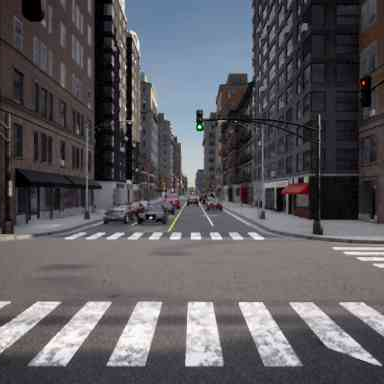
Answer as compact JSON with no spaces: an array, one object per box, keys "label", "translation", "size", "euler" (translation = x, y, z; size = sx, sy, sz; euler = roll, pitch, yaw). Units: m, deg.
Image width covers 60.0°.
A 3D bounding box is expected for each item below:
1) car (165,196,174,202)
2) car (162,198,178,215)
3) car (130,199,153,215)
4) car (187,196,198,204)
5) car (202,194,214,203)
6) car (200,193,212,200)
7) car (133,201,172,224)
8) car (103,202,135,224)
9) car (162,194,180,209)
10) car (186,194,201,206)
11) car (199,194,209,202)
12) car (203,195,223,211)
[{"label":"car","translation":[-5.261,1.626,79.285],"size":[1.802,1.307,4.206],"euler":[0,0,0]},{"label":"car","translation":[-2.791,1.589,34.685],"size":[1.994,1.385,4.181],"euler":[0,0,0]},{"label":"car","translation":[-5.331,1.551,35.486],"size":[1.752,1.417,4.829],"euler":[0,0,0]},{"label":"car","translation":[0.103,1.513,64.355],"size":[1.882,1.535,5.008],"euler":[0,0,0]},{"label":"car","translation":[3.108,1.536,54.774],"size":[1.837,1.490,4.892],"euler":[0,0,0]},{"label":"car","translation":[3.080,1.263,61.805],"size":[2.150,2.045,5.566],"euler":[0,0,0]},{"label":"car","translation":[-2.809,1.583,24.711],"size":[1.994,1.385,4.181],"euler":[0,0,0]},{"label":"car","translation":[-5.348,1.570,24.747],"size":[2.008,1.369,4.403],"euler":[0,0,0]},{"label":"car","translation":[-2.769,1.251,45.345],"size":[2.150,2.045,5.566],"euler":[0,0,0]},{"label":"car","translation":[0.139,1.537,54.866],"size":[1.837,1.490,4.892],"euler":[0,0,0]},{"label":"car","translation":[2.763,1.359,79.270],"size":[2.192,1.841,5.009],"euler":[0,0,0]},{"label":"car","translation":[2.703,1.468,41.089],"size":[1.967,1.590,4.097],"euler":[0,0,0]}]
